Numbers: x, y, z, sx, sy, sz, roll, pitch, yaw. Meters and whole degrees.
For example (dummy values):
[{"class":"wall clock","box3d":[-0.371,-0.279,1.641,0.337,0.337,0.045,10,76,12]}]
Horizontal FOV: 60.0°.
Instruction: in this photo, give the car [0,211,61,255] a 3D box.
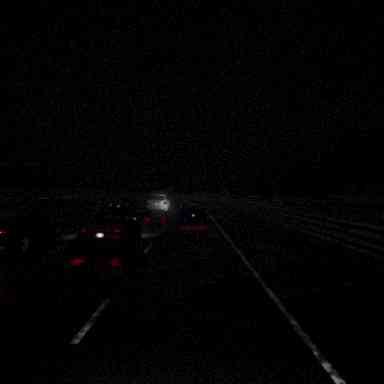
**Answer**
[{"class":"car","box3d":[-6.904,1.507,13.327,1.837,1.490,4.892,0,0,0]}]

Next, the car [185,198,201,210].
[{"class":"car","box3d":[0.087,1.556,42.961,1.994,1.385,4.181,0,0,0]}]

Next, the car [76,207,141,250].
[{"class":"car","box3d":[-3.405,1.567,14.302,1.994,1.385,4.181,0,0,0]}]

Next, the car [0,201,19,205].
[{"class":"car","box3d":[-17.604,1.561,31.574,1.994,1.385,4.181,0,0,0]}]

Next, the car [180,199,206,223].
[{"class":"car","box3d":[0.091,1.478,25.544,1.882,1.535,5.008,0,0,0]}]

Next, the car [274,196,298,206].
[{"class":"car","box3d":[14.483,1.388,51.040,1.812,1.442,4.674,0,-1,-19]}]

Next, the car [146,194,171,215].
[{"class":"car","box3d":[-3.422,1.217,34.601,2.150,2.045,5.566,0,0,0]}]

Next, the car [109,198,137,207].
[{"class":"car","box3d":[-6.910,1.348,33.497,2.097,1.767,4.553,0,0,0]}]
